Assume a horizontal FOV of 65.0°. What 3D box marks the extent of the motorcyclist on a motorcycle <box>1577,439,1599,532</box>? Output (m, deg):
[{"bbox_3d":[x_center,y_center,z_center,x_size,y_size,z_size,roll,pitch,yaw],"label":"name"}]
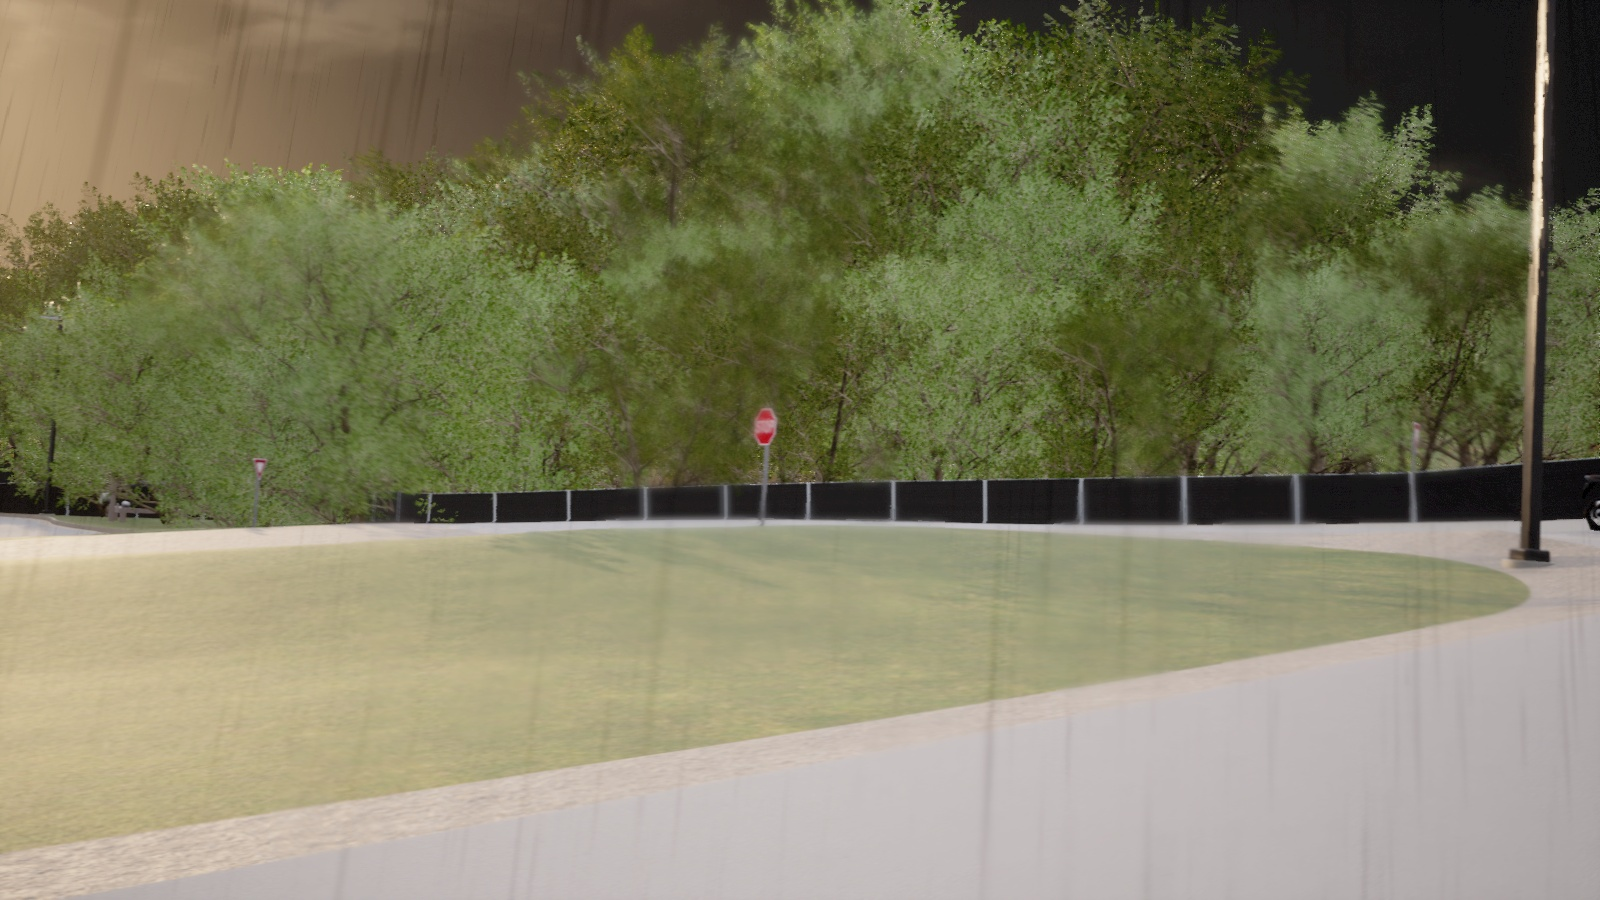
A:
[{"bbox_3d":[13.893,0.550,20.332,0.797,1.523,2.044,-1,-1,-41],"label":"motorcyclist on a motorcycle"}]
